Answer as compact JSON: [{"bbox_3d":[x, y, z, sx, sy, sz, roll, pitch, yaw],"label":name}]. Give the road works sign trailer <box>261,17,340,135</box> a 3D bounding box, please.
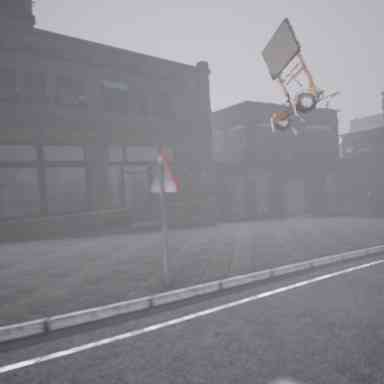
[{"bbox_3d":[4.090,-4.689,13.157,2.880,3.560,2.380,-22,-4,-11],"label":"road works sign trailer"}]
